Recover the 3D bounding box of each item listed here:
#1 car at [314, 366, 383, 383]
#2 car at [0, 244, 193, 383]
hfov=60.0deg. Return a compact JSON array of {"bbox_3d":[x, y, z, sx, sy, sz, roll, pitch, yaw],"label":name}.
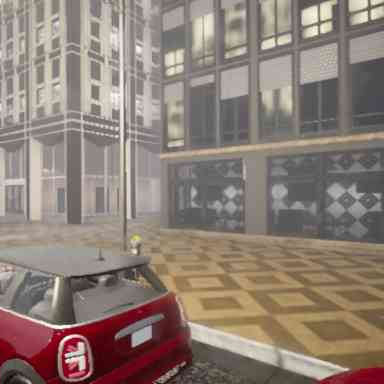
[{"bbox_3d":[2.536,1.556,1.082,4.507,1.381,1.887,0,-1,35],"label":"car"},{"bbox_3d":[-2.066,1.412,4.362,4.097,1.590,1.967,0,-1,35],"label":"car"}]
